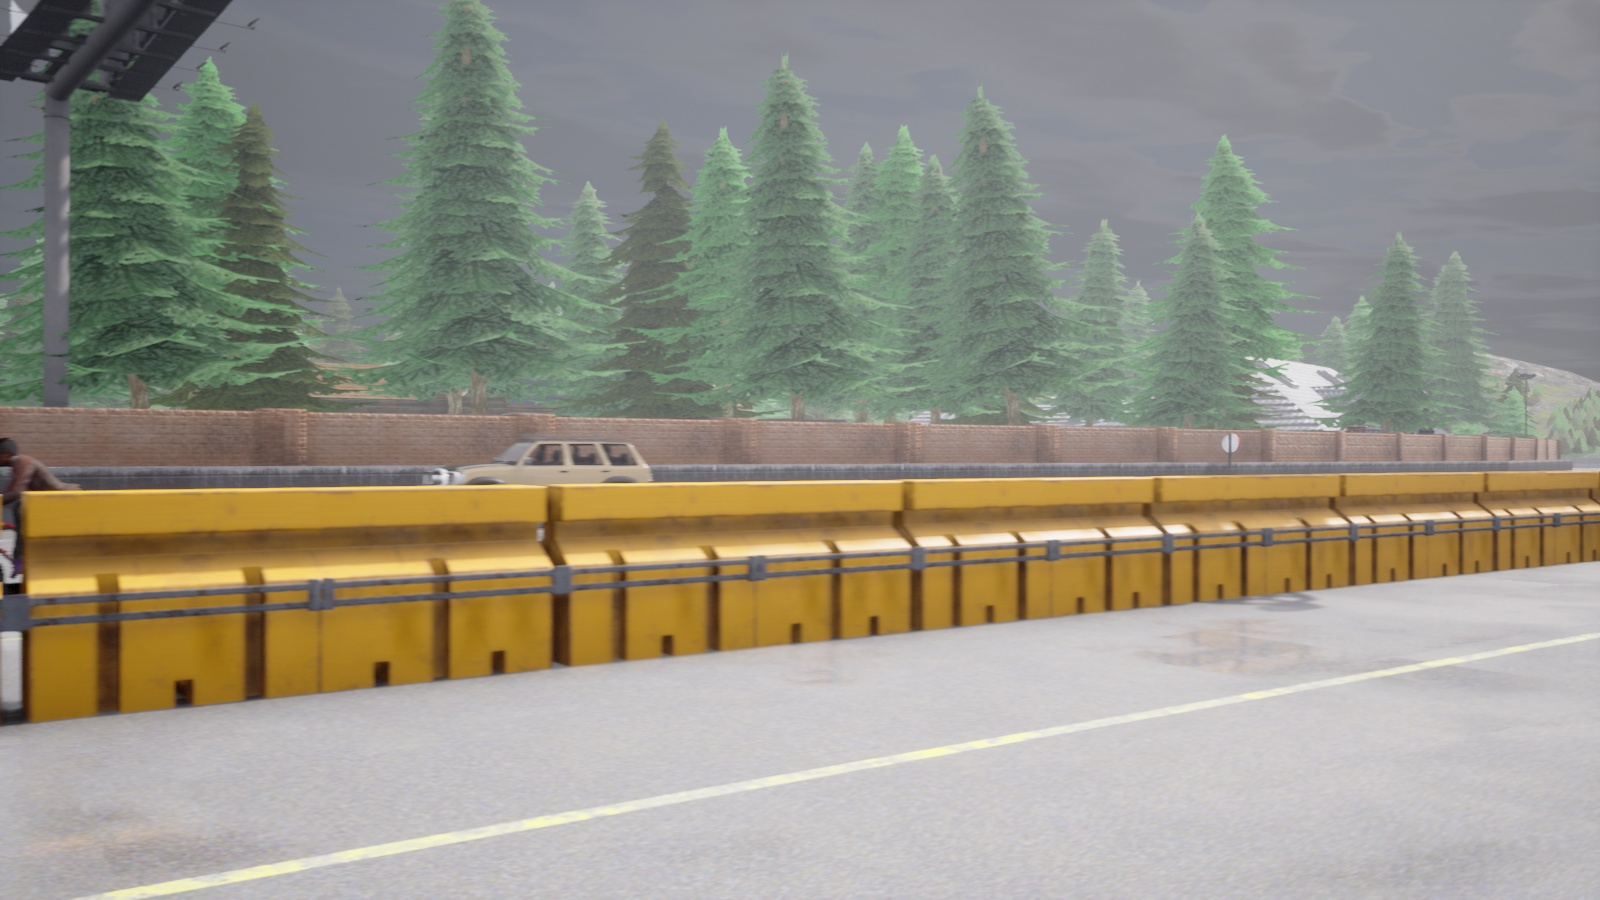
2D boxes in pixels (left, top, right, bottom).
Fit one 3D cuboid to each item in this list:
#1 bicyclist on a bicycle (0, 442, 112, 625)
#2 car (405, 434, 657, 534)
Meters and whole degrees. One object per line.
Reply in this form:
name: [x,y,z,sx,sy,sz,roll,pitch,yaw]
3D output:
bicyclist on a bicycle: [-7.233,0.741,11.417,1.656,1.620,0.582,0,0,-35]
car: [-5.410,0.635,25.477,4.605,1.855,1.932,0,0,-35]
